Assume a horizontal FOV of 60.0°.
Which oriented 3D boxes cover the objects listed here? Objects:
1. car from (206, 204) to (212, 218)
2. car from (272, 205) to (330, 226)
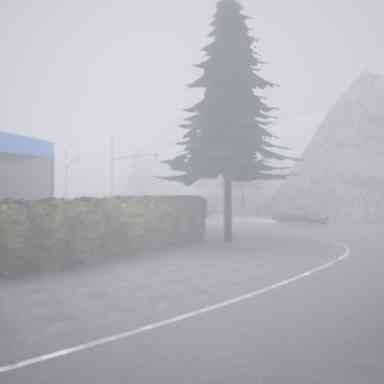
[{"bbox_3d":[-0.491,1.371,30.852,2.150,2.045,5.566,0,0,-35],"label":"car"},{"bbox_3d":[7.982,1.654,24.656,1.994,1.385,4.181,0,0,-33],"label":"car"}]
